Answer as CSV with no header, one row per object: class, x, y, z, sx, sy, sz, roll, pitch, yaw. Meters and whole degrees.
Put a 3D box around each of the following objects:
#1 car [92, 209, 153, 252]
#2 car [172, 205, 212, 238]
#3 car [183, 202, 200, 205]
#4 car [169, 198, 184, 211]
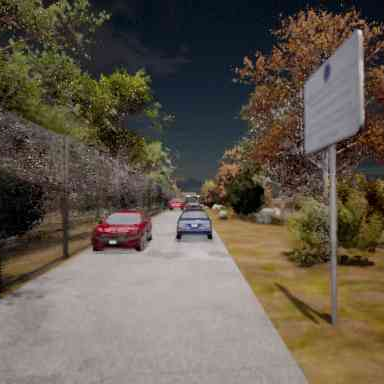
car,-2.832,1.541,14.430,1.882,1.535,5.008,0,0,0
car,0.127,1.644,18.111,2.033,1.411,5.357,0,-1,0
car,0.213,1.922,39.307,1.837,1.490,4.892,0,-1,0
car,-2.572,2.046,55.935,2.150,2.045,5.566,0,-1,1
